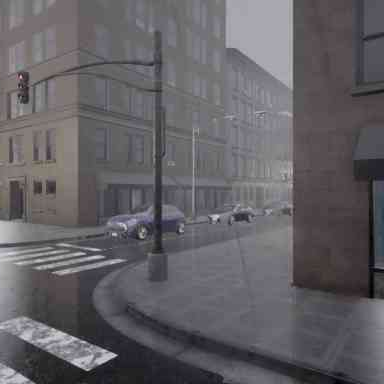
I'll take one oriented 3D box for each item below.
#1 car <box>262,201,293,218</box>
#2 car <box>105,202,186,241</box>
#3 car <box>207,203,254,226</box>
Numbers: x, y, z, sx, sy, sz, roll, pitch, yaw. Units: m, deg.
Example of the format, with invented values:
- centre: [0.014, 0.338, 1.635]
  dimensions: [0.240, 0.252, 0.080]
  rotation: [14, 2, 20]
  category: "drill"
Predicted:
- centre: [8.496, 1.674, 32.719]
  dimensions: [2.128, 1.511, 4.902]
  rotation: [0, 0, 36]
  category: "car"
- centre: [-2.333, 1.432, 17.530]
  dimensions: [2.097, 1.767, 4.553]
  rotation: [0, 0, 36]
  category: "car"
- centre: [2.984, 1.622, 24.967]
  dimensions: [2.128, 1.511, 4.902]
  rotation: [0, 0, 35]
  category: "car"
